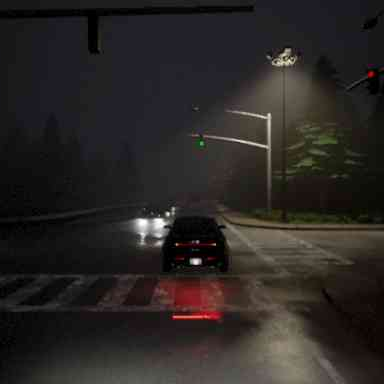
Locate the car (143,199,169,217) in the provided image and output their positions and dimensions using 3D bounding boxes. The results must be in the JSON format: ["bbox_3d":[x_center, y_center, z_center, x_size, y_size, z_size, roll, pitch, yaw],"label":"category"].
[{"bbox_3d":[-3.584,1.626,32.116,1.895,1.301,4.718,0,0,0],"label":"car"}]

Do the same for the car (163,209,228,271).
[{"bbox_3d":[0.101,1.521,10.983,1.837,1.490,4.892,0,0,0],"label":"car"}]

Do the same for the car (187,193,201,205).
[{"bbox_3d":[0.319,1.253,60.061,2.150,2.045,5.566,0,0,2],"label":"car"}]

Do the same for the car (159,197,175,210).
[{"bbox_3d":[-3.557,1.508,41.398,1.882,1.535,5.008,0,0,0],"label":"car"}]

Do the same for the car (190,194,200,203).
[{"bbox_3d":[0.692,1.391,70.472,2.097,1.767,4.553,0,0,2],"label":"car"}]
